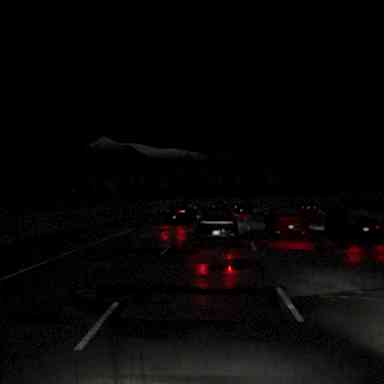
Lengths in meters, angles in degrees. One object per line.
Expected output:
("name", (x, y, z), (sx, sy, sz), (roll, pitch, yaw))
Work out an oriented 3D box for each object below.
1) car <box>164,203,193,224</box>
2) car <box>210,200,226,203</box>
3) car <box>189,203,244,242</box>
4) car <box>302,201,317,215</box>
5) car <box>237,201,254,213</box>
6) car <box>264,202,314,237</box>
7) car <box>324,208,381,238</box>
("car", (-0.782, 1.554, 25.346), (2.128, 1.511, 4.902), (0, 0, 10))
("car", (3.149, 1.676, 40.942), (1.994, 1.385, 4.181), (0, 0, 17))
("car", (1.351, 1.537, 16.640), (2.128, 1.511, 4.902), (0, 0, 7))
("car", (12.681, 1.666, 36.474), (2.033, 1.411, 5.357), (0, 0, 17))
("car", (6.076, 1.713, 38.719), (1.895, 1.301, 4.718), (0, 0, 16))
("car", (5.134, 1.535, 18.464), (1.882, 1.535, 5.008), (0, 0, 8))
("car", (8.625, 1.589, 18.118), (1.812, 1.442, 4.674), (0, 0, 8))
